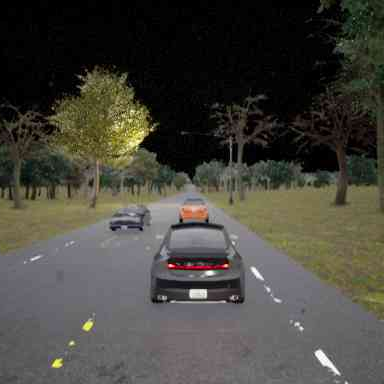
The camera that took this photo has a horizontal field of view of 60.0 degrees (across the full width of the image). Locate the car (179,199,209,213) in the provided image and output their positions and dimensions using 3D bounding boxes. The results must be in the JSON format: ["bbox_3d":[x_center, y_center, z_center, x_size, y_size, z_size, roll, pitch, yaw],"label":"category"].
[{"bbox_3d":[0.149,1.269,25.049,2.097,1.767,4.553,0,0,0],"label":"car"}]

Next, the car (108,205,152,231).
[{"bbox_3d":[-3.561,1.484,20.181,2.033,1.411,5.357,0,0,0],"label":"car"}]

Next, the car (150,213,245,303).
[{"bbox_3d":[0.116,1.485,8.111,1.837,1.490,4.892,0,0,0],"label":"car"}]
